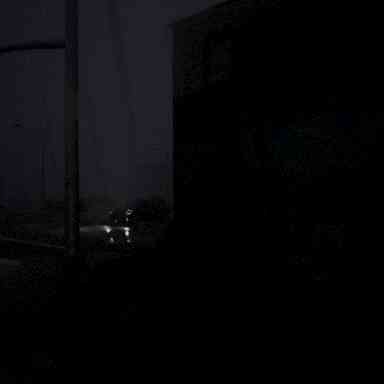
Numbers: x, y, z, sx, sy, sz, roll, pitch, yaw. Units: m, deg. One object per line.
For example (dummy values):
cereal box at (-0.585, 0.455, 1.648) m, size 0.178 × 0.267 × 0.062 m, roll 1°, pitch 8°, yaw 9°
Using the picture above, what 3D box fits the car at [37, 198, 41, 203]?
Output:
car at (-22.743, 1.572, 55.420) m, size 2.007 × 1.523 × 4.514 m, roll 0°, pitch 0°, yaw 35°

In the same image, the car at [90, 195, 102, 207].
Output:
car at (-13.016, 1.307, 47.609) m, size 1.932 × 1.855 × 4.605 m, roll 0°, pitch 0°, yaw 35°

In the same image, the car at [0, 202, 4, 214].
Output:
car at (-20.252, 1.425, 31.815) m, size 1.970 × 1.475 × 3.806 m, roll 0°, pitch 0°, yaw 35°

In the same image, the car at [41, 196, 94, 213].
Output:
car at (-13.177, 1.473, 35.427) m, size 2.007 × 1.523 × 4.514 m, roll 0°, pitch 0°, yaw 35°

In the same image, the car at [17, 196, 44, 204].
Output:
car at (-36.042, 1.715, 74.383) m, size 2.152 × 1.636 × 5.027 m, roll 0°, pitch 0°, yaw 35°

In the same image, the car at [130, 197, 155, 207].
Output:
car at (-8.122, 1.571, 54.533) m, size 1.970 × 1.475 × 3.806 m, roll 0°, pitch 0°, yaw 35°

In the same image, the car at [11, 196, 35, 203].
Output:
car at (-38.627, 1.741, 76.162) m, size 2.007 × 1.523 × 4.514 m, roll 0°, pitch 0°, yaw 35°

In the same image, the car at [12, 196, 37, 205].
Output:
car at (-30.854, 1.644, 61.257) m, size 1.845 × 1.501 × 3.633 m, roll 0°, pitch 0°, yaw 35°

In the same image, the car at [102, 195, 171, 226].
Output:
car at (-3.465, 1.257, 22.675) m, size 2.097 × 1.767 × 4.553 m, roll 0°, pitch 0°, yaw 36°
